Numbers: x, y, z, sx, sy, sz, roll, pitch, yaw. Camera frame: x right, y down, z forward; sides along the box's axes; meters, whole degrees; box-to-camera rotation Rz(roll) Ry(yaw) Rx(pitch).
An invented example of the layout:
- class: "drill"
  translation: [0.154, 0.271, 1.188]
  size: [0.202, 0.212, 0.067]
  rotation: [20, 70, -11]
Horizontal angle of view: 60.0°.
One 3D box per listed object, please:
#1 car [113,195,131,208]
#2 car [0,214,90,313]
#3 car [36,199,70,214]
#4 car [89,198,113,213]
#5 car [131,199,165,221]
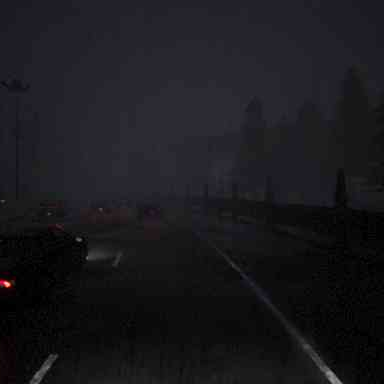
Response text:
- class: "car"
  translation: [-8.866, 1.163, 41.787]
  size: [1.837, 1.490, 4.892]
  rotation: [0, 1, -23]
- class: "car"
  translation: [-3.859, 1.491, 7.724]
  size: [2.033, 1.411, 5.357]
  rotation: [0, 1, -4]
- class: "car"
  translation: [-10.572, 1.300, 25.487]
  size: [2.128, 1.511, 4.902]
  rotation: [0, 1, -14]
- class: "car"
  translation: [-9.474, 1.332, 33.848]
  size: [1.895, 1.301, 4.718]
  rotation: [0, 1, -19]
- class: "car"
  translation: [-3.282, 1.265, 25.129]
  size: [1.882, 1.535, 5.008]
  rotation: [0, 0, -14]
